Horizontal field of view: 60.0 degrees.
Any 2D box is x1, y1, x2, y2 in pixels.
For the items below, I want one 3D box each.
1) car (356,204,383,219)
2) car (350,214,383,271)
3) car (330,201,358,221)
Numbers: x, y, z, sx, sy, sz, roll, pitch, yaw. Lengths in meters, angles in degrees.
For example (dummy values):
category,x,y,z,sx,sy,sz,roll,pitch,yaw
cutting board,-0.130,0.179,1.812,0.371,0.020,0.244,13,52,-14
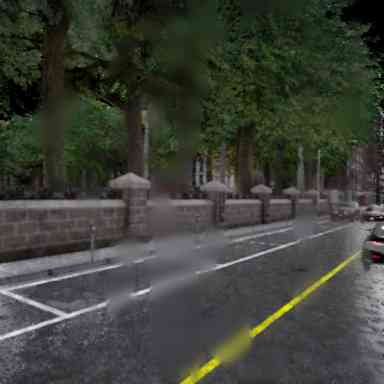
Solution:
category,x,y,z,sx,sy,sz,roll,pitch,yaw
car,16.436,2.010,29.826,1.882,1.535,5.008,1,-1,36
car,6.895,1.707,10.950,2.128,1.511,4.902,1,-1,35
car,14.869,1.835,32.082,2.192,1.841,5.009,1,-1,35
